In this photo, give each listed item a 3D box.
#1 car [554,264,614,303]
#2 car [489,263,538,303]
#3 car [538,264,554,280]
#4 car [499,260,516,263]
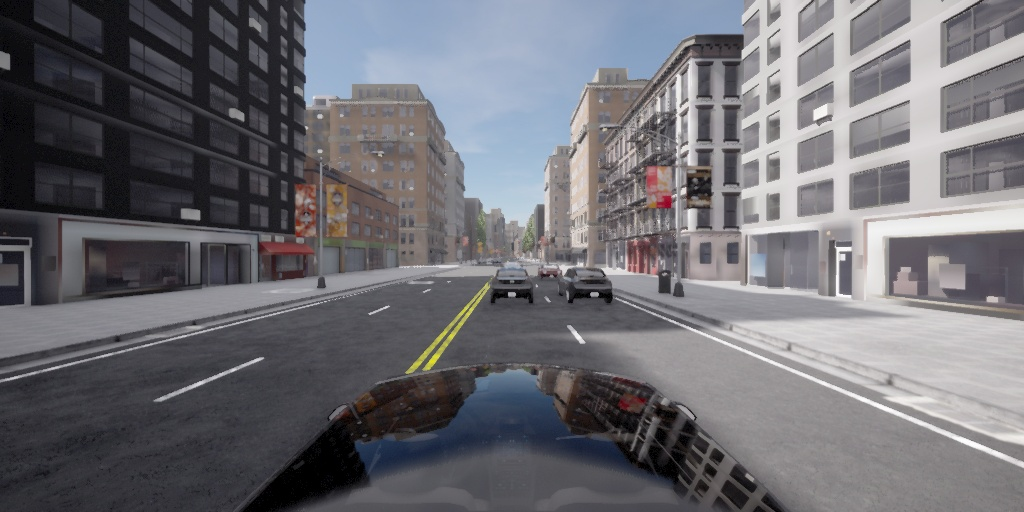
[{"bbox_3d":[3.250,1.263,16.501,1.837,1.490,4.892,0,0,0],"label":"car"},{"bbox_3d":[0.000,1.263,16.501,1.837,1.490,4.892,0,0,0],"label":"car"},{"bbox_3d":[3.250,1.361,31.531,1.895,1.301,4.718,0,0,0],"label":"car"},{"bbox_3d":[0.000,1.278,31.501,1.812,1.442,4.674,0,0,0],"label":"car"}]
